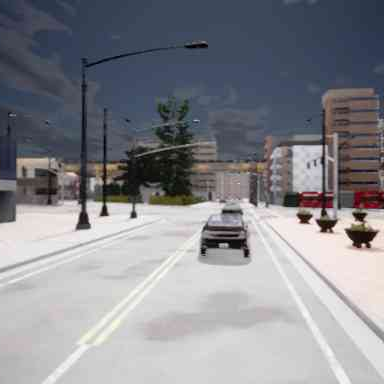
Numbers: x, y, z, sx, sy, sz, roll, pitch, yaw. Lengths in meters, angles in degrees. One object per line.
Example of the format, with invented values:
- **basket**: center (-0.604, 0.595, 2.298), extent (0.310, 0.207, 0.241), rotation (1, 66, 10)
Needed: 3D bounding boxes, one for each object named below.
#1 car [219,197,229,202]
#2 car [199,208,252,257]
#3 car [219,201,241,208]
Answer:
- **car**: center (8.167, 2.408, 88.241), extent (1.994, 1.385, 4.181), rotation (0, -1, 8)
- **car**: center (1.421, 1.627, 13.739), extent (2.128, 1.511, 4.902), rotation (0, 0, 8)
- **car**: center (3.471, 1.789, 28.598), extent (1.837, 1.490, 4.892), rotation (0, 0, 8)
